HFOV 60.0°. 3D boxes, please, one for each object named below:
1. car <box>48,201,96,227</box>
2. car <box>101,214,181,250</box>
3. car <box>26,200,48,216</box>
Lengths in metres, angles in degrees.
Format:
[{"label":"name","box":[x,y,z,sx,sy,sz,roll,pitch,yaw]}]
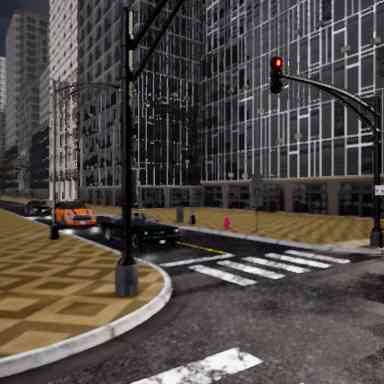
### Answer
[{"label":"car","box":[-8.426,1.439,23.585,2.097,1.767,4.553,0,0,-35]},{"label":"car","box":[-2.449,1.689,15.159,1.895,1.301,4.718,0,0,-35]},{"label":"car","box":[-15.586,1.592,33.710,1.837,1.490,4.892,0,0,-35]}]
